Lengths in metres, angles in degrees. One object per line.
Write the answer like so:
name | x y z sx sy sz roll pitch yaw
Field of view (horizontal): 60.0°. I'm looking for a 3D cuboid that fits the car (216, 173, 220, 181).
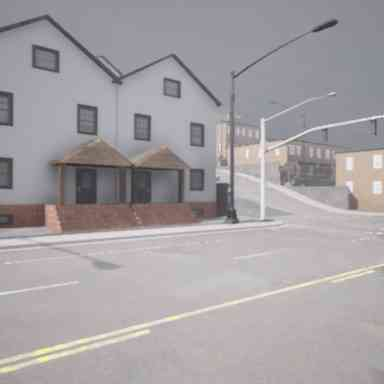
car | 1.827 -2.605 44.640 1.882 1.535 5.008 0 16 -36
